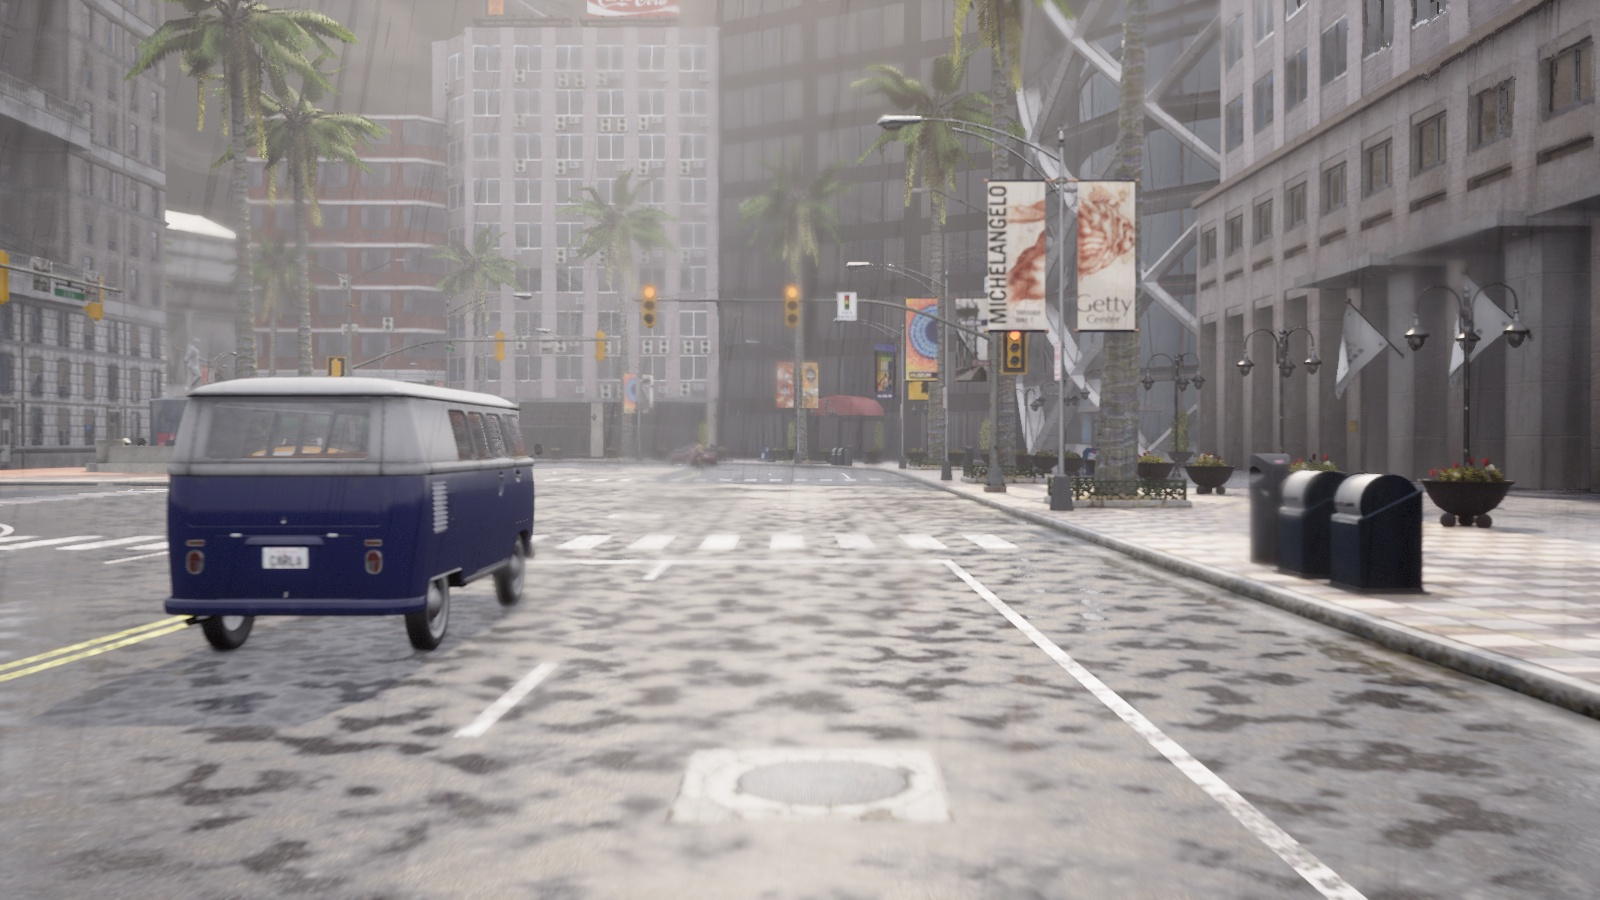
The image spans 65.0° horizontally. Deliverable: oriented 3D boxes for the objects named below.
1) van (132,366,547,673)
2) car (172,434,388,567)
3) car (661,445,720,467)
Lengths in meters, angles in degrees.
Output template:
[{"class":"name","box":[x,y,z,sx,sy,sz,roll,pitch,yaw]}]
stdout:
[{"class":"van","box":[-3.422,0.438,10.338,1.775,1.987,4.442,0,0,0]},{"class":"car","box":[-7.063,0.580,17.638,1.801,1.575,5.366,0,0,-11]},{"class":"car","box":[-7.138,0.345,81.544,1.994,1.385,4.181,0,0,-34]}]
